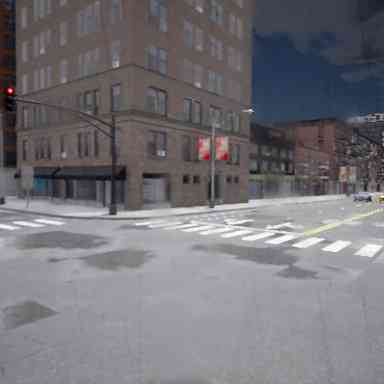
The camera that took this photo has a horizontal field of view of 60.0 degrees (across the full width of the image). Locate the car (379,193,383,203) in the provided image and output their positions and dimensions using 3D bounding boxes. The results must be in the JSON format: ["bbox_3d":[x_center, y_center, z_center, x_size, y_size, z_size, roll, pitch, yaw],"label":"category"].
[{"bbox_3d":[28.286,0.778,47.889,1.882,1.535,5.008,3,2,38],"label":"car"}]

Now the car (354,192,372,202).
[{"bbox_3d":[25.710,0.710,49.870,1.812,1.442,4.674,3,2,38],"label":"car"}]
